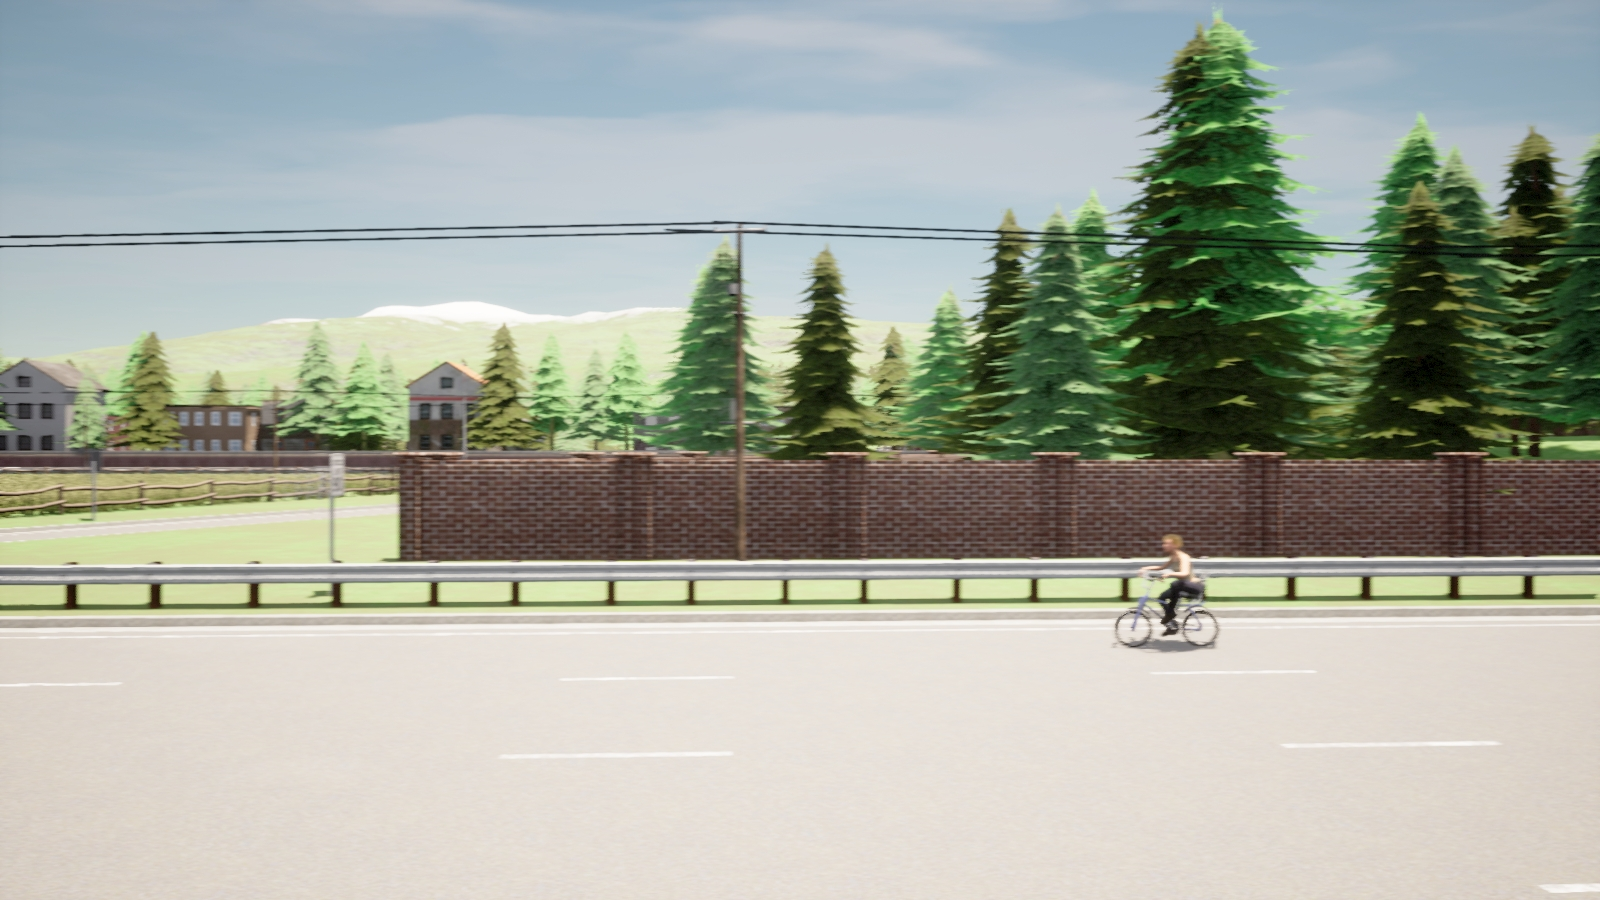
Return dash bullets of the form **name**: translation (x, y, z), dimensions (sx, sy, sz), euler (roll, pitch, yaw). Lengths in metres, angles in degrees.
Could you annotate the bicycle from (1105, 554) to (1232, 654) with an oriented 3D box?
- **bicycle**: translation (5.158, 2.142, 16.055), dimensions (1.487, 1.276, 0.859), euler (0, 0, -3)
